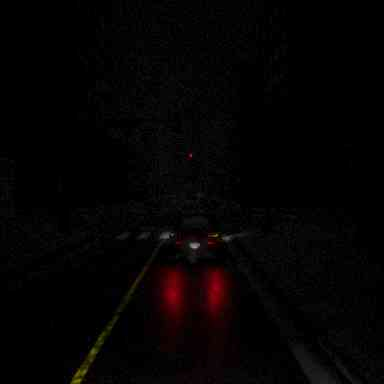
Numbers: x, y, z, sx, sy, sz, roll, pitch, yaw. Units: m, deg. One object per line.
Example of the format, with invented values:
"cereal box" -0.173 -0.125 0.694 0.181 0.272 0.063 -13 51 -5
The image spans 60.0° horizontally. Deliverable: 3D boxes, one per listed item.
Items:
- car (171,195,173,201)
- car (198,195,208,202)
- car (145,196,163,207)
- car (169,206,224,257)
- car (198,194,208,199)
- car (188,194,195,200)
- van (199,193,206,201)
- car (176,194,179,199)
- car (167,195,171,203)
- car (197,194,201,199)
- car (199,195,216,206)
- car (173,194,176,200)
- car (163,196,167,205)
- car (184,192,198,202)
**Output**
"car" -5.549 1.464 69.567 2.008 1.369 4.403 0 0 0
"car" 2.491 1.464 75.055 2.008 1.369 4.403 0 0 0
"car" -5.610 1.364 47.524 1.967 1.590 4.097 0 0 0
"car" 0.228 1.495 12.733 1.812 1.442 4.674 0 0 4
"car" 2.445 1.498 58.524 1.802 1.307 4.206 0 0 0
"car" -0.118 1.272 85.040 1.812 1.442 4.674 0 0 0
"van" 2.506 1.256 80.566 1.690 1.788 3.998 0 0 0
"car" -5.488 1.471 91.610 2.008 1.369 4.403 0 0 0
"car" -5.564 1.496 64.056 1.802 1.307 4.206 0 0 0
"car" 2.460 1.480 64.034 1.947 1.339 4.313 0 0 0
"car" 2.414 1.490 47.501 1.947 1.339 4.313 0 0 0
"car" -5.519 1.355 80.588 1.967 1.590 4.097 0 0 0
"car" -5.595 1.360 53.035 1.967 1.590 4.097 0 0 0
"car" -0.147 1.130 74.685 2.150 2.045 5.566 0 0 0
